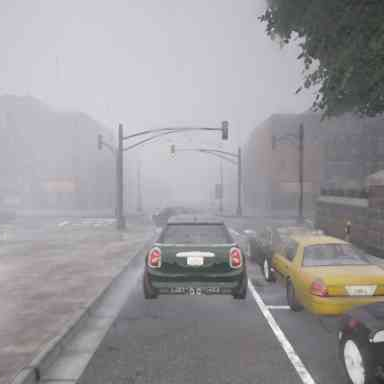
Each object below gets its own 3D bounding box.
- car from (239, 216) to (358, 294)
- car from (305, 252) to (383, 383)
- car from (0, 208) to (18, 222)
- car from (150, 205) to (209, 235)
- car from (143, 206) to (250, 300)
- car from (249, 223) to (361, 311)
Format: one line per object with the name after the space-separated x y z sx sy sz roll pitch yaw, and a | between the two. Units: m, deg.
2.662 1.553 9.560 2.008 1.369 4.403 -1 0 0 | car
2.624 1.551 2.424 2.008 1.369 4.403 -1 0 0 | car
-14.732 1.438 23.057 4.892 1.490 1.837 1 1 0 | car
-0.977 1.592 20.605 2.033 1.411 5.357 0 -1 -21 | car
0.079 1.353 8.538 2.097 1.767 4.553 0 0 0 | car
2.683 1.527 7.586 1.752 1.417 4.829 -1 0 0 | car
